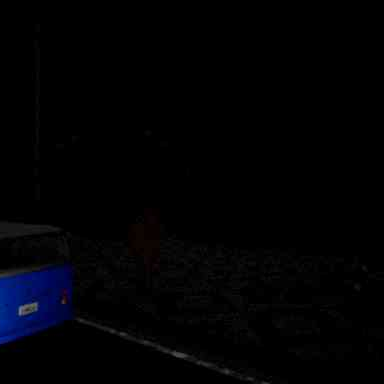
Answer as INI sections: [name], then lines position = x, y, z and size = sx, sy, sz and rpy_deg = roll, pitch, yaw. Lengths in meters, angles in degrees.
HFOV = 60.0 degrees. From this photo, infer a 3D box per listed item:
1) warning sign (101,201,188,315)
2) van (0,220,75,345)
[warning sign]
position = -0.881, 1.133, 6.425
size = 1.060, 1.860, 1.300
rpy_deg = 0, 0, 35
[van]
position = -3.739, 1.366, 5.621
size = 3.998, 1.788, 1.690
rpy_deg = 0, 0, 35
